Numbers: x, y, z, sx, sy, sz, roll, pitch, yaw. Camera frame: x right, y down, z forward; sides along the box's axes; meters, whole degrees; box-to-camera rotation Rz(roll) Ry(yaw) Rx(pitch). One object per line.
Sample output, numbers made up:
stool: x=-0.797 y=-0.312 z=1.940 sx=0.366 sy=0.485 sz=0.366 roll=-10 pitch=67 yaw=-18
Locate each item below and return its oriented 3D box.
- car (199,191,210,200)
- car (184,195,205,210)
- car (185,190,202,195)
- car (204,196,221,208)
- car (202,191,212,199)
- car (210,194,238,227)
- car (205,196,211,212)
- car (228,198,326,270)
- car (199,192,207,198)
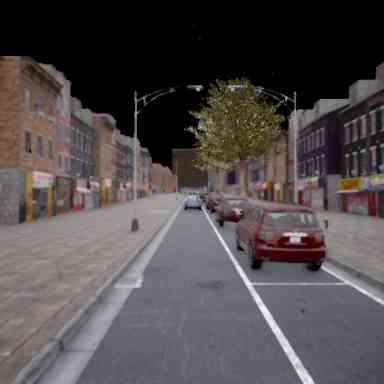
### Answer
car: x=2.668 y=0.685 z=72.083 sx=2.192 sy=1.841 sz=5.009 roll=2 pitch=1 yaw=0
car: x=0.100 y=1.360 z=38.384 sx=1.994 sy=1.385 sz=4.181 roll=0 pitch=1 yaw=0
car: x=0.089 y=0.871 z=51.505 sx=2.150 sy=2.045 sz=5.566 roll=0 pitch=1 yaw=0
car: x=2.660 y=1.280 z=44.312 sx=1.887 sy=1.381 sz=4.507 roll=2 pitch=1 yaw=0
car: x=2.666 y=1.108 z=38.753 sx=2.192 sy=1.841 sz=5.009 roll=2 pitch=1 yaw=0
car: x=2.664 y=1.248 z=22.080 sx=2.192 sy=1.841 sz=5.009 roll=2 pitch=0 yaw=0
car: x=2.659 y=1.411 z=33.196 sx=1.947 sy=1.339 sz=4.313 roll=2 pitch=1 yaw=0
car: x=2.661 y=1.306 z=10.961 sx=2.192 sy=1.841 sz=5.009 roll=1 pitch=0 yaw=0
car: x=2.658 y=0.807 z=83.193 sx=1.802 sy=1.307 sz=4.206 roll=2 pitch=1 yaw=0
